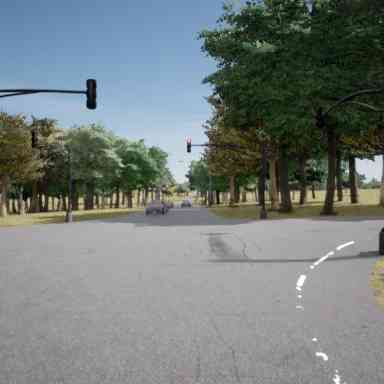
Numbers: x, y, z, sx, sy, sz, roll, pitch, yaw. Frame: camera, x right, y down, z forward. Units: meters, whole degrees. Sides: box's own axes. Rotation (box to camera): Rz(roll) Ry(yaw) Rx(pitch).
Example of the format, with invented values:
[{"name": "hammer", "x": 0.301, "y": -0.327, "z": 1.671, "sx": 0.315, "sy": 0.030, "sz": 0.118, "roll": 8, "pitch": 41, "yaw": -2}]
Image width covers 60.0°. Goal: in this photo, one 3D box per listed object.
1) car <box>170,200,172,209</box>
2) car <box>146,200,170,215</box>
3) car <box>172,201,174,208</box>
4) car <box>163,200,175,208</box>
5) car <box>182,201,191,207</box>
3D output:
[{"name": "car", "x": -4.336, "y": 2.137, "z": 48.410, "sx": 1.895, "sy": 1.301, "sz": 4.718, "roll": 0, "pitch": -1, "yaw": -1}, {"name": "car", "x": -4.172, "y": 1.733, "z": 39.408, "sx": 2.097, "sy": 1.767, "sz": 4.553, "roll": 0, "pitch": -1, "yaw": 0}, {"name": "car", "x": -4.554, "y": 2.265, "z": 58.215, "sx": 2.033, "sy": 1.411, "sz": 5.357, "roll": 0, "pitch": -1, "yaw": -1}, {"name": "car", "x": -4.707, "y": 2.447, "z": 68.225, "sx": 2.128, "sy": 1.511, "sz": 4.902, "roll": 0, "pitch": -2, "yaw": -1}, {"name": "car", "x": -1.266, "y": 2.650, "z": 73.124, "sx": 1.994, "sy": 1.385, "sz": 4.181, "roll": 0, "pitch": -2, "yaw": -1}]
